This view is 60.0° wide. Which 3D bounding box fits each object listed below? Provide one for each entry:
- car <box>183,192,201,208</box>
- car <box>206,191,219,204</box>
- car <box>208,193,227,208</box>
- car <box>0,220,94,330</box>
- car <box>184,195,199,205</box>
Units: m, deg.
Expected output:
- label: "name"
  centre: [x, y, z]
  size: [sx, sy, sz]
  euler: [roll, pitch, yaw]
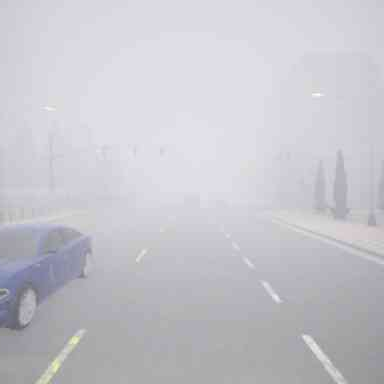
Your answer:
- label: "car"
  centre: [-0.012, 0.988, 43.396]
  size: [2.150, 2.045, 5.566]
  euler: [0, 0, 0]
- label: "car"
  centre: [3.488, 0.915, 53.810]
  size: [2.150, 2.045, 5.566]
  euler: [0, 1, 0]
- label: "car"
  centre: [3.489, 1.282, 43.785]
  size: [1.812, 1.442, 4.674]
  euler: [0, 0, 0]
- label: "car"
  centre: [-3.582, 1.435, 7.006]
  size: [1.882, 1.535, 5.008]
  euler: [0, 0, 0]
- label: "car"
  centre: [0.004, 1.246, 53.742]
  size: [2.033, 1.411, 5.357]
  euler: [0, 1, 4]
